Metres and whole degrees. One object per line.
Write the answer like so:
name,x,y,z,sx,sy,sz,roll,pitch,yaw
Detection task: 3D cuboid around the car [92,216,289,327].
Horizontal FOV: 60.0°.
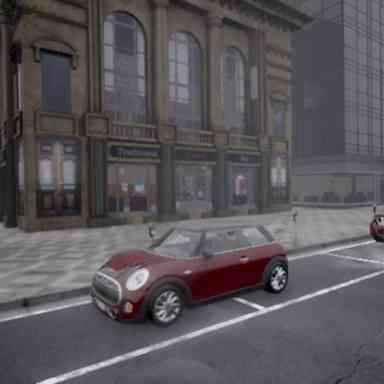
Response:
car,0.072,1.369,6.831,4.097,1.590,1.967,-1,1,-36

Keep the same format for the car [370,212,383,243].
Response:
car,9.232,1.042,13.406,5.009,1.841,2.192,-1,1,-36
